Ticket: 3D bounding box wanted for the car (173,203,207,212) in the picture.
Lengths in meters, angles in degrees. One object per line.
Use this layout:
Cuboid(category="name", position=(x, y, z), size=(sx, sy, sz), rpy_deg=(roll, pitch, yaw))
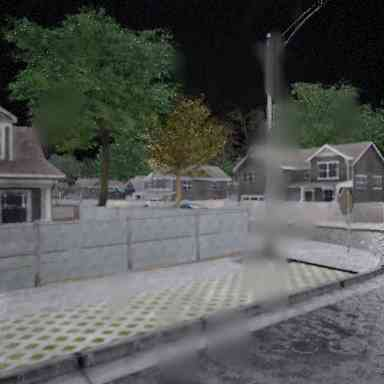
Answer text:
Cuboid(category="car", position=(-0.510, 1.798, 30.826), size=(1.882, 1.535, 5.008), rpy_deg=(-1, -1, -36))
